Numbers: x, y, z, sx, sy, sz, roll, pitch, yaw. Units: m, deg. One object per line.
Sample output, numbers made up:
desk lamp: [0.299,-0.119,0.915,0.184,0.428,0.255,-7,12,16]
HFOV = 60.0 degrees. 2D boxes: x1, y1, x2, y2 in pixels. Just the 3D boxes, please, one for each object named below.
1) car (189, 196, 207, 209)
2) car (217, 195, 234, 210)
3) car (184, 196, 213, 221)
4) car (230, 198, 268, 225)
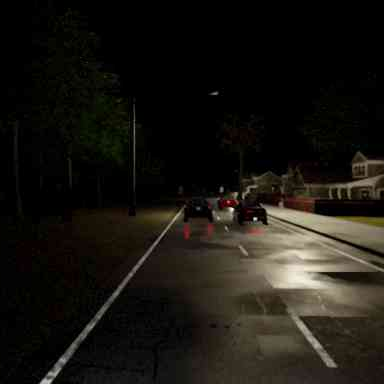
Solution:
car: [0.756,1.291,42.815,2.128,1.511,4.902,0,0,1]
car: [4.215,1.169,40.154,2.097,1.767,4.553,0,0,1]
car: [0.493,1.232,26.052,2.097,1.767,4.553,0,0,1]
car: [3.948,1.403,22.982,1.837,1.490,4.892,0,0,1]
